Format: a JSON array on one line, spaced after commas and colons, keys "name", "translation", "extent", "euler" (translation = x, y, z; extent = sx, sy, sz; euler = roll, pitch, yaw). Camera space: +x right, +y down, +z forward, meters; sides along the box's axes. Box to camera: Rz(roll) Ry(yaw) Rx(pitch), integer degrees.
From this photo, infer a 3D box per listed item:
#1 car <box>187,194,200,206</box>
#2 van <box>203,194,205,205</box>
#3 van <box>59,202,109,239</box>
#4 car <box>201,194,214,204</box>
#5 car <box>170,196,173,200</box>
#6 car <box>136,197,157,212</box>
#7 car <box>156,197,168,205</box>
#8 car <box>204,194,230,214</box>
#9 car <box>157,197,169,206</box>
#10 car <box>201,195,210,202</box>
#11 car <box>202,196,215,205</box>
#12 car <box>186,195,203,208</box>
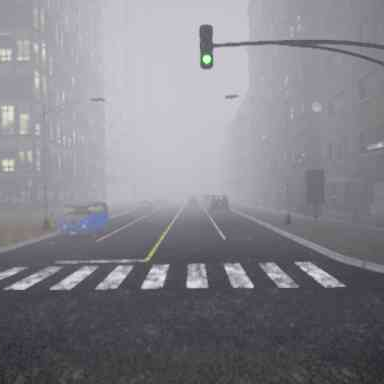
[{"name": "car", "translation": [0.212, 1.351, 57.410], "extent": [2.097, 1.767, 4.553], "euler": [-1, 0, 0]}, {"name": "van", "translation": [2.786, 1.281, 51.180], "extent": [1.690, 1.788, 3.998], "euler": [-1, 0, 0]}, {"name": "van", "translation": [-5.672, 1.435, 17.893], "extent": [1.690, 1.788, 3.998], "euler": [-1, 0, 0]}, {"name": "car", "translation": [2.811, 1.264, 62.281], "extent": [2.192, 1.841, 5.009], "euler": [-1, 0, 0]}, {"name": "car", "translation": [-5.548, 1.679, 67.851], "extent": [2.008, 1.369, 4.403], "euler": [-1, 0, 0]}, {"name": "car", "translation": [-5.615, 1.631, 39.927], "extent": [1.752, 1.417, 4.829], "euler": [-1, 0, 0]}, {"name": "car", "translation": [-5.563, 1.648, 62.130], "extent": [1.752, 1.417, 4.829], "euler": [-1, 0, 0]}, {"name": "car", "translation": [2.746, 1.244, 34.527], "extent": [2.192, 1.841, 5.009], "euler": [-1, 0, 0]}, {"name": "car", "translation": [-5.577, 1.558, 56.749], "extent": [1.967, 1.590, 4.097], "euler": [-1, 0, 0]}, {"name": "car", "translation": [3.164, 1.463, 77.445], "extent": [1.837, 1.490, 4.892], "euler": [-1, 0, 0]}, {"name": "car", "translation": [2.804, 1.495, 56.730], "extent": [2.008, 1.369, 4.403], "euler": [-1, 0, 0]}, {"name": "car", "translation": [0.189, 1.517, 47.232], "extent": [1.812, 1.442, 4.674], "euler": [-1, 0, 0]}]
